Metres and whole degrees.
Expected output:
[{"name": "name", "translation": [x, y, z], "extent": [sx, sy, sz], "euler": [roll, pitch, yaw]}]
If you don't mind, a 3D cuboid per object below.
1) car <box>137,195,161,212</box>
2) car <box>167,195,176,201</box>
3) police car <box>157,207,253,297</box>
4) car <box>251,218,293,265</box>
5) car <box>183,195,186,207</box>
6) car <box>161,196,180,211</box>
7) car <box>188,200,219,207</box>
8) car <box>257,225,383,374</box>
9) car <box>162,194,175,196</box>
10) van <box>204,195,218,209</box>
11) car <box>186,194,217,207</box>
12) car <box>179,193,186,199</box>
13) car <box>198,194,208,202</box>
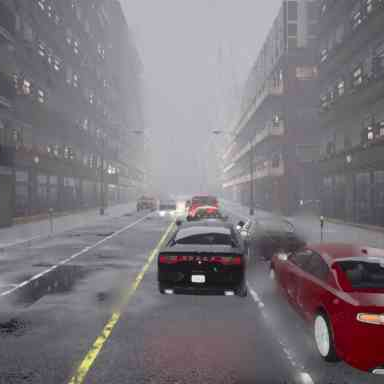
[{"name": "car", "translation": [-5.314, 1.323, 39.711], "extent": [2.192, 1.841, 5.009], "euler": [1, 0, 0]}, {"name": "car", "translation": [-5.327, 1.570, 85.078], "extent": [2.008, 1.369, 4.403], "euler": [1, 0, 0]}, {"name": "police car", "translation": [0.432, 1.426, 8.813], "extent": [1.930, 1.638, 5.238], "euler": [0, 0, 7]}, {"name": "car", "translation": [2.570, 1.553, 11.388], "extent": [2.008, 1.369, 4.403], "euler": [1, 0, 0]}, {"name": "car", "translation": [0.005, 1.535, 46.314], "extent": [1.812, 1.442, 4.674], "euler": [0, 0, 0]}, {"name": "car", "translation": [-2.860, 1.572, 40.001], "extent": [1.994, 1.385, 4.181], "euler": [0, 0, 0]}, {"name": "car", "translation": [0.818, 1.459, 18.747], "extent": [1.801, 1.575, 5.366], "euler": [0, 0, 0]}, {"name": "car", "translation": [2.571, 1.546, 5.718], "extent": [1.887, 1.381, 4.507], "euler": [1, 0, 0]}, {"name": "car", "translation": [-5.320, 1.330, 68.066], "extent": [2.192, 1.841, 5.009], "euler": [1, 0, 0]}, {"name": "van", "translation": [2.565, 1.351, 45.414], "extent": [1.690, 1.788, 3.998], "euler": [1, 0, 0]}, {"name": "car", "translation": [0.818, 1.230, 24.588], "extent": [2.150, 2.045, 5.566], "euler": [0, 0, 0]}, {"name": "car", "translation": [-2.773, 1.245, 94.513], "extent": [2.150, 2.045, 5.566], "euler": [0, 0, 0]}, {"name": "car", "translation": [2.558, 1.333, 79.439], "extent": [2.192, 1.841, 5.009], "euler": [1, 0, 0]}]
